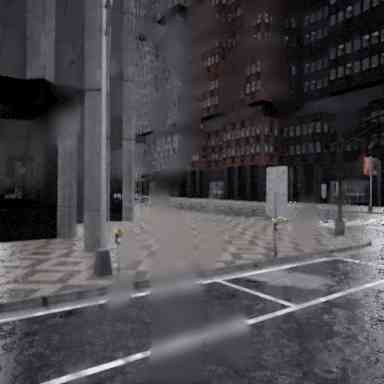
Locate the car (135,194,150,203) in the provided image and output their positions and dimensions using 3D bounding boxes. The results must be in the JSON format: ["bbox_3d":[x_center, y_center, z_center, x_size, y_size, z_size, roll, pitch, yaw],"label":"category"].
[{"bbox_3d":[-8.941,1.019,55.361,2.033,1.411,5.357,0,1,-35],"label":"car"}]
